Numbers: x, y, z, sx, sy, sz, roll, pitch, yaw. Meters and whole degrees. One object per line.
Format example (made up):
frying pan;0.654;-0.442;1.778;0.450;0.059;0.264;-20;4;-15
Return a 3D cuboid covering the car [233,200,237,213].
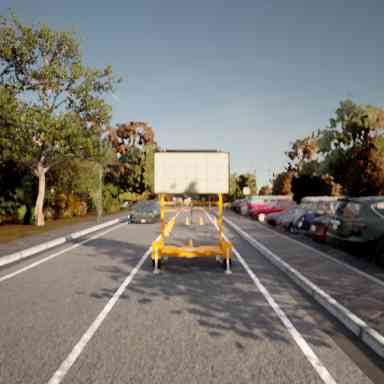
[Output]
car;7.141;1.687;35.225;4.792;1.488;2.163;0;-1;0

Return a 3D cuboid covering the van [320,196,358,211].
van;20.330;1.566;46.198;4.442;1.987;1.878;0;-1;0

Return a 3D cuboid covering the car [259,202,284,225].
car;7.056;1.548;21.347;4.792;1.488;2.163;0;-1;0

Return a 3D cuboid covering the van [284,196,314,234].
van;6.958;1.237;15.796;4.442;1.987;1.878;0;-1;0

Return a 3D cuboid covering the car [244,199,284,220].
car;7.101;1.574;26.898;5.008;1.535;2.097;0;-1;0

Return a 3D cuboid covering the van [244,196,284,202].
van;7.218;1.376;29.676;4.442;1.987;1.878;0;-1;0

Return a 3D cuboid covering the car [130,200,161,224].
car;-3.328;1.425;25.073;2.097;1.767;4.553;0;-1;0

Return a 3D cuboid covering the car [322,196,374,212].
car;20.235;1.494;43.306;5.566;2.045;2.435;0;-1;0

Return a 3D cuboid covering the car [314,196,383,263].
car;7.093;1.170;10.260;5.566;2.045;2.435;0;0;0

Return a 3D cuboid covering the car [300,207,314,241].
car;7.099;1.464;13.011;4.792;1.488;2.163;0;0;0

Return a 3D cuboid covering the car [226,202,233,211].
car;7.089;1.434;38.005;5.566;2.045;2.435;0;-1;0

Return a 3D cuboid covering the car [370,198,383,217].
car;20.154;1.501;32.229;4.553;1.767;2.185;0;-1;0

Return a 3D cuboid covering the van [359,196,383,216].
van;20.308;1.428;34.999;4.442;1.987;1.878;0;-1;0

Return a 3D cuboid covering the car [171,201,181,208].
car;-3.192;2.406;66.057;2.033;1.411;5.357;0;-2;1

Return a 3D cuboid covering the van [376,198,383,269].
van;6.943;1.213;7.484;4.442;1.987;1.878;0;0;0

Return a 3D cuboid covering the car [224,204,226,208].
car;7.134;1.751;43.550;5.008;1.535;2.097;0;-1;0

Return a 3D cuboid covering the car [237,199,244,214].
car;7.109;1.670;32.450;4.674;1.452;2.002;0;-1;0

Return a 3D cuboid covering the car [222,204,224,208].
car;7.138;1.796;46.322;4.892;1.521;2.231;0;-1;0

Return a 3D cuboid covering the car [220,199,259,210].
car;6.952;1.844;49.091;5.366;1.575;1.946;0;-1;0

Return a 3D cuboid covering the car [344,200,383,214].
car;20.190;1.683;37.768;4.892;1.521;2.231;0;-1;0

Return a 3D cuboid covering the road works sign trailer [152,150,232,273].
road works sign trailer;-0.016;0.461;10.603;2.380;3.560;2.880;0;0;-1

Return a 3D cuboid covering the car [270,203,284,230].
car;7.083;1.530;18.569;4.674;1.452;2.002;0;-1;0

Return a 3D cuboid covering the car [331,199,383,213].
car;20.017;1.709;40.535;5.366;1.575;1.946;0;-1;0
